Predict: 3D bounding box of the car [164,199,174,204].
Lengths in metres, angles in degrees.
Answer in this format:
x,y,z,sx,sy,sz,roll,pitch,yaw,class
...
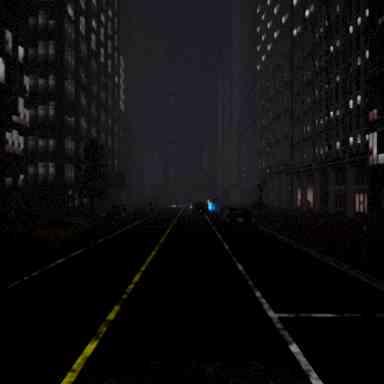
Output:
x,y,z,sx,sy,sz,roll,pitch,yaw,class
-5.678,2.346,82.716,2.008,1.369,4.403,-1,-1,0,car

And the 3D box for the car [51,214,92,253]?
x,y,z,sx,sy,sz,roll,pitch,yaw,class
-5.694,1.664,14.346,1.752,1.417,4.829,-1,-1,0,car

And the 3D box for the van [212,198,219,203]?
x,y,z,sx,sy,sz,roll,pitch,yaw,class
2.691,1.754,42.933,1.690,1.788,3.998,-1,-1,0,van

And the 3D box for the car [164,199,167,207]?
x,y,z,sx,sy,sz,roll,pitch,yaw,class
-5.685,2.073,54.300,2.008,1.369,4.403,-1,-1,0,car

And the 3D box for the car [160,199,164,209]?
x,y,z,sx,sy,sz,roll,pitch,yaw,class
-5.686,2.013,48.616,1.887,1.381,4.507,-1,-1,0,car

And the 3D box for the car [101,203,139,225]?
x,y,z,sx,sy,sz,roll,pitch,yaw,class
-5.692,1.690,25.884,1.967,1.590,4.097,-1,-1,0,car

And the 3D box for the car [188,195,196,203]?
x,y,z,sx,sy,sz,roll,pitch,yaw,class
0.022,1.942,88.322,2.150,2.045,5.566,0,-1,0,car

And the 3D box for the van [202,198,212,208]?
x,y,z,sx,sy,sz,roll,pitch,yaw,class
2.695,1.918,59.983,1.690,1.788,3.998,-1,-1,0,van

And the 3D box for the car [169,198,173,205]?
x,y,z,sx,sy,sz,roll,pitch,yaw,class
-5.681,2.237,71.350,2.008,1.369,4.403,-1,-1,0,car

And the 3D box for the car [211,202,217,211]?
x,y,z,sx,sy,sz,roll,pitch,yaw,class
2.689,1.776,26.051,1.752,1.417,4.829,-1,-1,0,car

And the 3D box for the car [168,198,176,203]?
x,y,z,sx,sy,sz,roll,pitch,yaw,class
-5.675,2.485,94.083,1.802,1.307,4.206,-1,-1,0,car

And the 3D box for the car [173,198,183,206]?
x,y,z,sx,sy,sz,roll,pitch,yaw,class
-2.984,2.161,71.781,1.882,1.535,5.008,0,-1,0,car

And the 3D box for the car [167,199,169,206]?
x,y,z,sx,sy,sz,roll,pitch,yaw,class
-5.683,2.159,59.983,1.802,1.307,4.206,-1,-1,0,car

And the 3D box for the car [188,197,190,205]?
x,y,z,sx,sy,sz,roll,pitch,yaw,class
0.656,1.991,53.377,1.882,1.535,5.008,0,-1,7,car

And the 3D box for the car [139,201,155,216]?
x,y,z,sx,sy,sz,roll,pitch,yaw,class
-5.689,1.910,37.249,2.008,1.369,4.403,-1,-1,0,car

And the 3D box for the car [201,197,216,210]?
x,y,z,sx,sy,sz,roll,pitch,yaw,class
2.694,1.838,54.300,2.192,1.841,5.009,-1,-1,0,car

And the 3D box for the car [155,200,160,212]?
x,y,z,sx,sy,sz,roll,pitch,yaw,class
-5.687,1.979,42.933,1.947,1.339,4.313,-1,-1,0,car

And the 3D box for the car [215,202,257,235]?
x,y,z,sx,sy,sz,roll,pitch,yaw,class
2.687,1.635,20.199,1.967,1.590,4.097,-1,-1,0,car

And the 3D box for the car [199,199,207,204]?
x,y,z,sx,sy,sz,roll,pitch,yaw,class
2.703,2.346,82.714,2.008,1.369,4.403,-1,-1,0,car

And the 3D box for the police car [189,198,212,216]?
x,y,z,sx,sy,sz,roll,pitch,yaw,class
0.909,1.785,37.389,1.930,1.638,5.238,0,-1,0,police car

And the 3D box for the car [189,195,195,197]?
x,y,z,sx,sy,sz,roll,pitch,yaw,class
0.018,2.051,73.290,1.882,1.535,5.008,0,-1,0,car

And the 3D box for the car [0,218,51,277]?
x,y,z,sx,sy,sz,roll,pitch,yaw,class
-5.696,1.526,8.834,1.967,1.590,4.097,-1,-1,0,car
